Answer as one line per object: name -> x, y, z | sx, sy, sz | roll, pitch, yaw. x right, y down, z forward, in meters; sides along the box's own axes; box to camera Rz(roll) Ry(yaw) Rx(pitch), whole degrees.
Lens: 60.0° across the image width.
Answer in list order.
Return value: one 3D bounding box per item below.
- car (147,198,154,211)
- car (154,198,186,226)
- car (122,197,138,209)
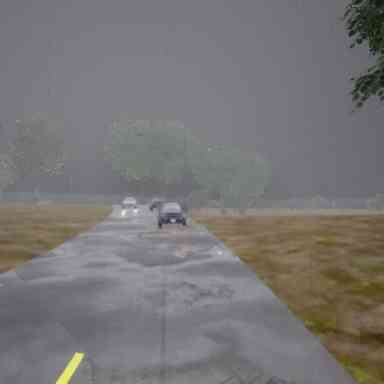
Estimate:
car -> -4.191, 1.433, 39.843 | 1.837, 1.490, 4.892 | 0, 0, -12
car -> -1.506, 1.352, 23.189 | 1.812, 1.442, 4.674 | 0, 7, -8
car -> -8.293, 1.437, 44.161 | 1.812, 1.442, 4.674 | 0, 0, -13
